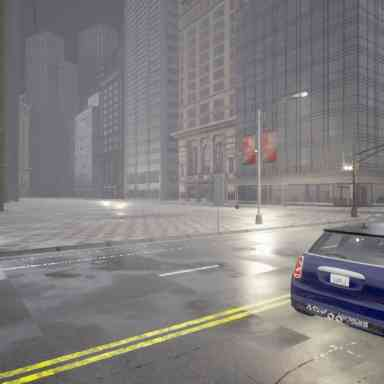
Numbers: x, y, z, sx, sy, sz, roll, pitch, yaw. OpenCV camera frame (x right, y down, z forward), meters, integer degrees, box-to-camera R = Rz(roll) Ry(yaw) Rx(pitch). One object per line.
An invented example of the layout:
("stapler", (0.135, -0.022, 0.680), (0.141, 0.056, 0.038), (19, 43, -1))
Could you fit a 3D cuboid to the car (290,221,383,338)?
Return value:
("car", (3.965, 1.352, 6.286), (4.553, 1.767, 2.097), (0, 0, -36))
